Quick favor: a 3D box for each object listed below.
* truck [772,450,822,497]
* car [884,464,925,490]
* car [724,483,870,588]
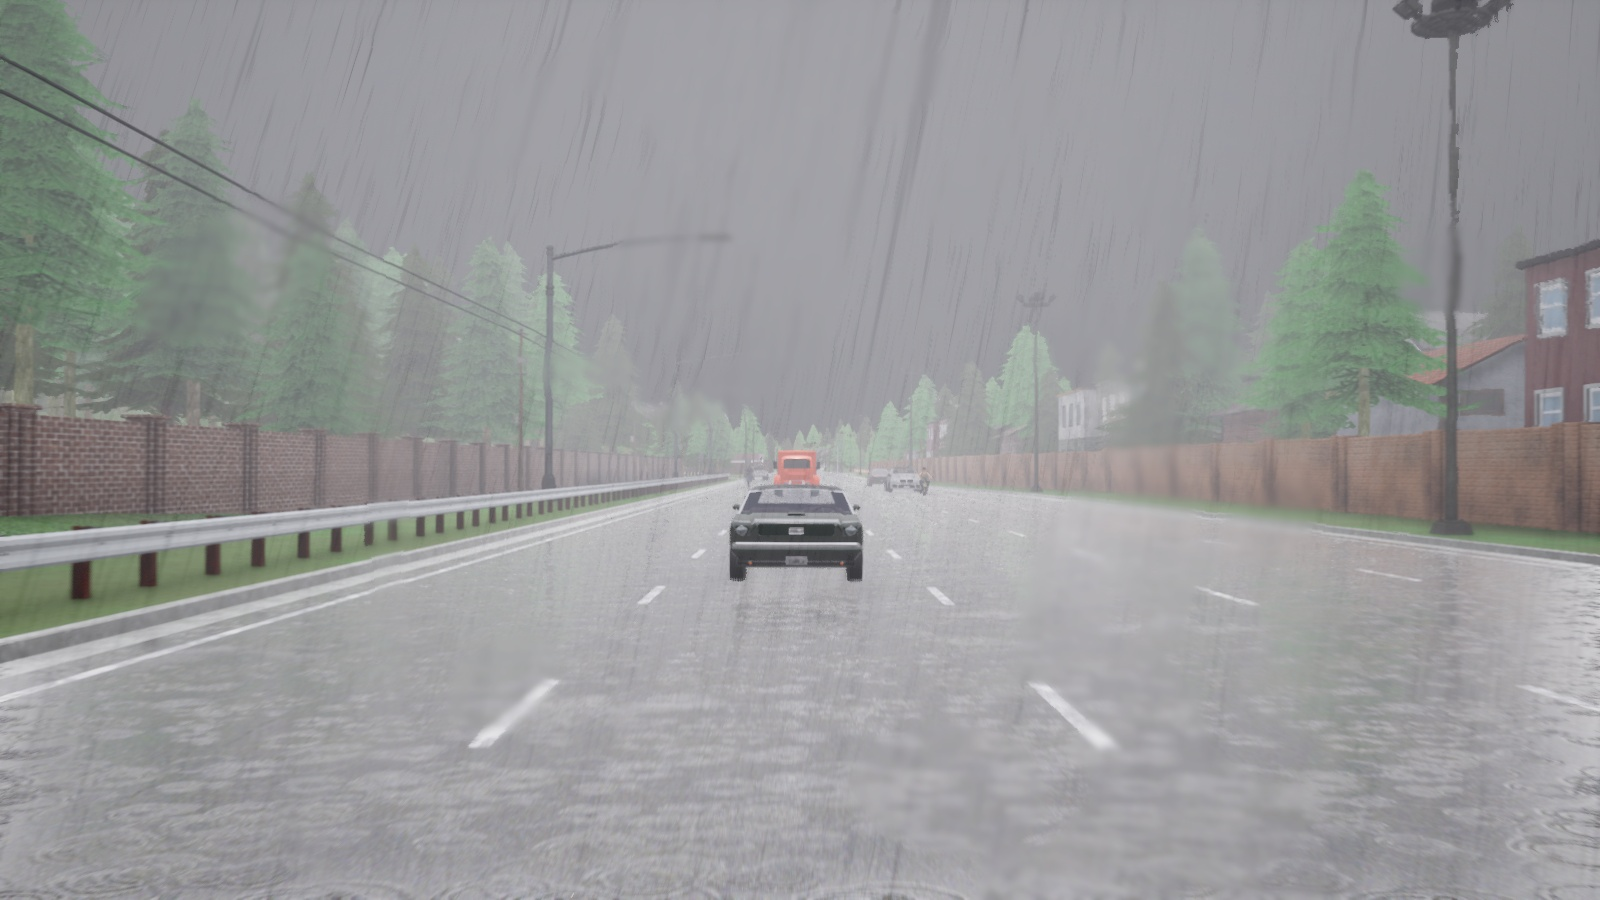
[{"bbox_3d":[-0.164,1.257,67.968,2.627,2.467,5.204,0,-1,0],"label":"truck"},{"bbox_3d":[6.803,1.756,82.254,2.242,1.667,4.611,0,-1,0],"label":"car"},{"bbox_3d":[-0.044,1.166,18.643,1.895,1.301,4.718,0,-1,0],"label":"car"}]
